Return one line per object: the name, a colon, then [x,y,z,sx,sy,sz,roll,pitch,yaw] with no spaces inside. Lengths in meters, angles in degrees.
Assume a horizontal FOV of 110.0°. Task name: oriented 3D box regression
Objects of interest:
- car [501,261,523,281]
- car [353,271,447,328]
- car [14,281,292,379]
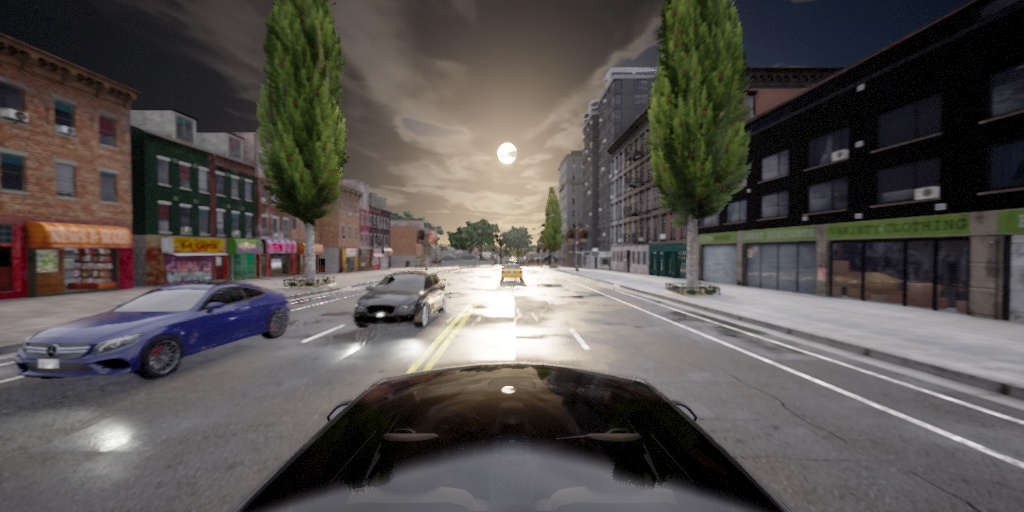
car: [-0.006,1.297,31.039,1.801,1.575,5.366,0,0,0]
car: [-3.320,1.270,11.513,1.837,1.490,4.892,0,-1,0]
car: [-6.587,1.281,7.431,1.812,1.442,4.674,0,0,0]
